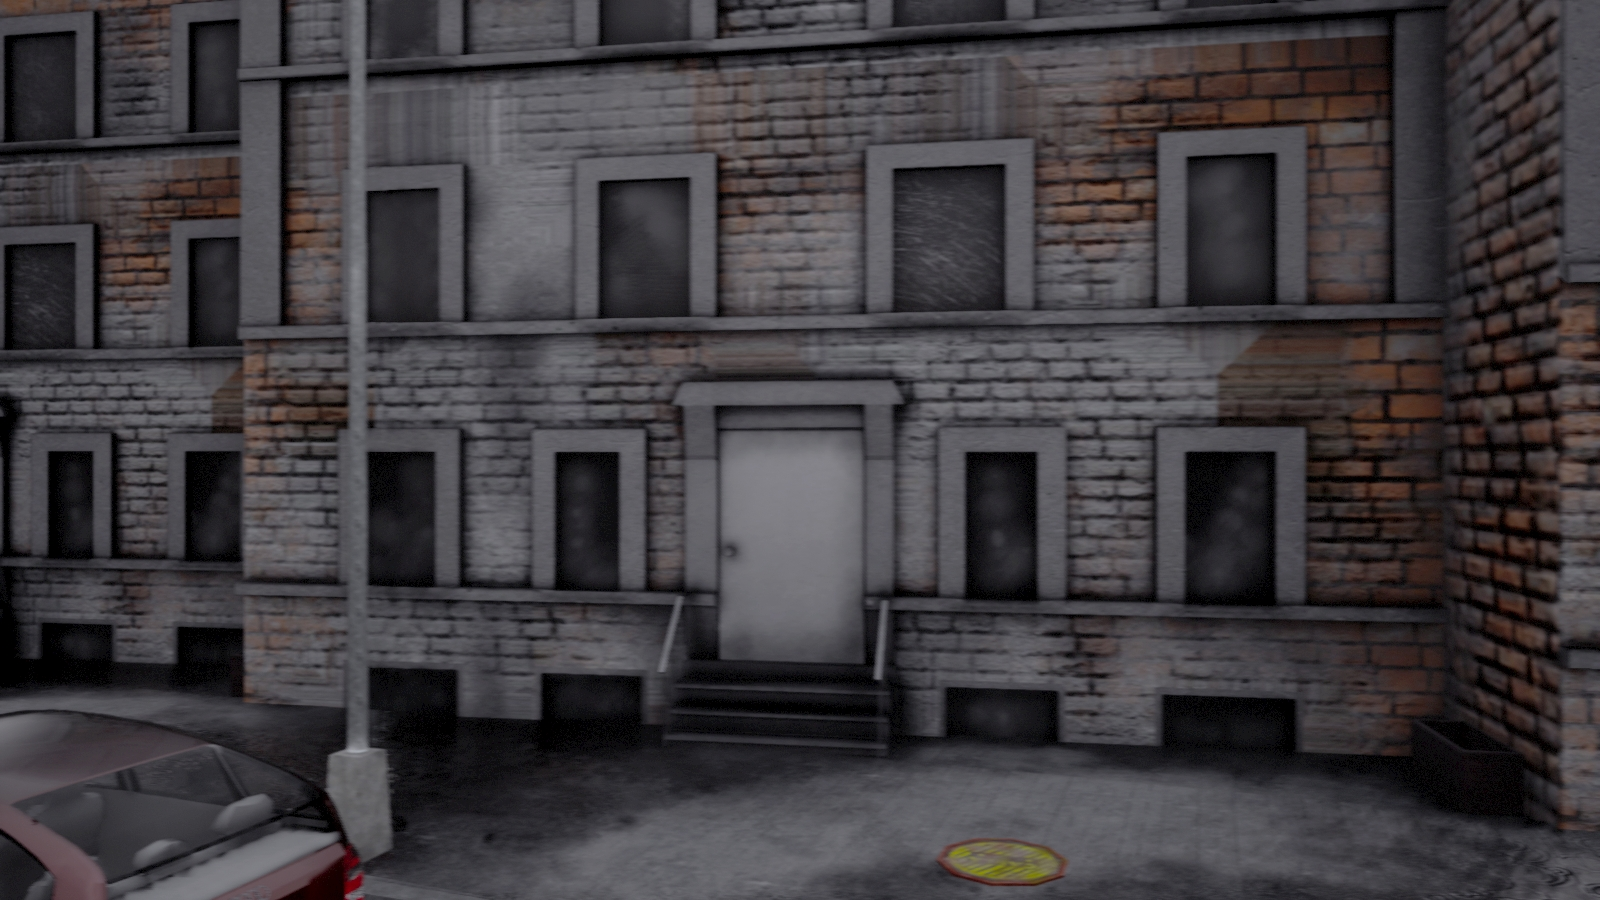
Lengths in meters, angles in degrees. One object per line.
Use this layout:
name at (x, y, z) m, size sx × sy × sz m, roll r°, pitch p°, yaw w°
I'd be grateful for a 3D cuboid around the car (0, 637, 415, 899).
car at (-3.860, 1.807, 5.158) m, size 3.705 × 1.549 × 1.789 m, roll 0°, pitch 0°, yaw 20°

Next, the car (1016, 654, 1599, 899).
car at (2.974, 1.686, 2.752) m, size 4.553 × 1.767 × 2.097 m, roll 0°, pitch 0°, yaw 20°
